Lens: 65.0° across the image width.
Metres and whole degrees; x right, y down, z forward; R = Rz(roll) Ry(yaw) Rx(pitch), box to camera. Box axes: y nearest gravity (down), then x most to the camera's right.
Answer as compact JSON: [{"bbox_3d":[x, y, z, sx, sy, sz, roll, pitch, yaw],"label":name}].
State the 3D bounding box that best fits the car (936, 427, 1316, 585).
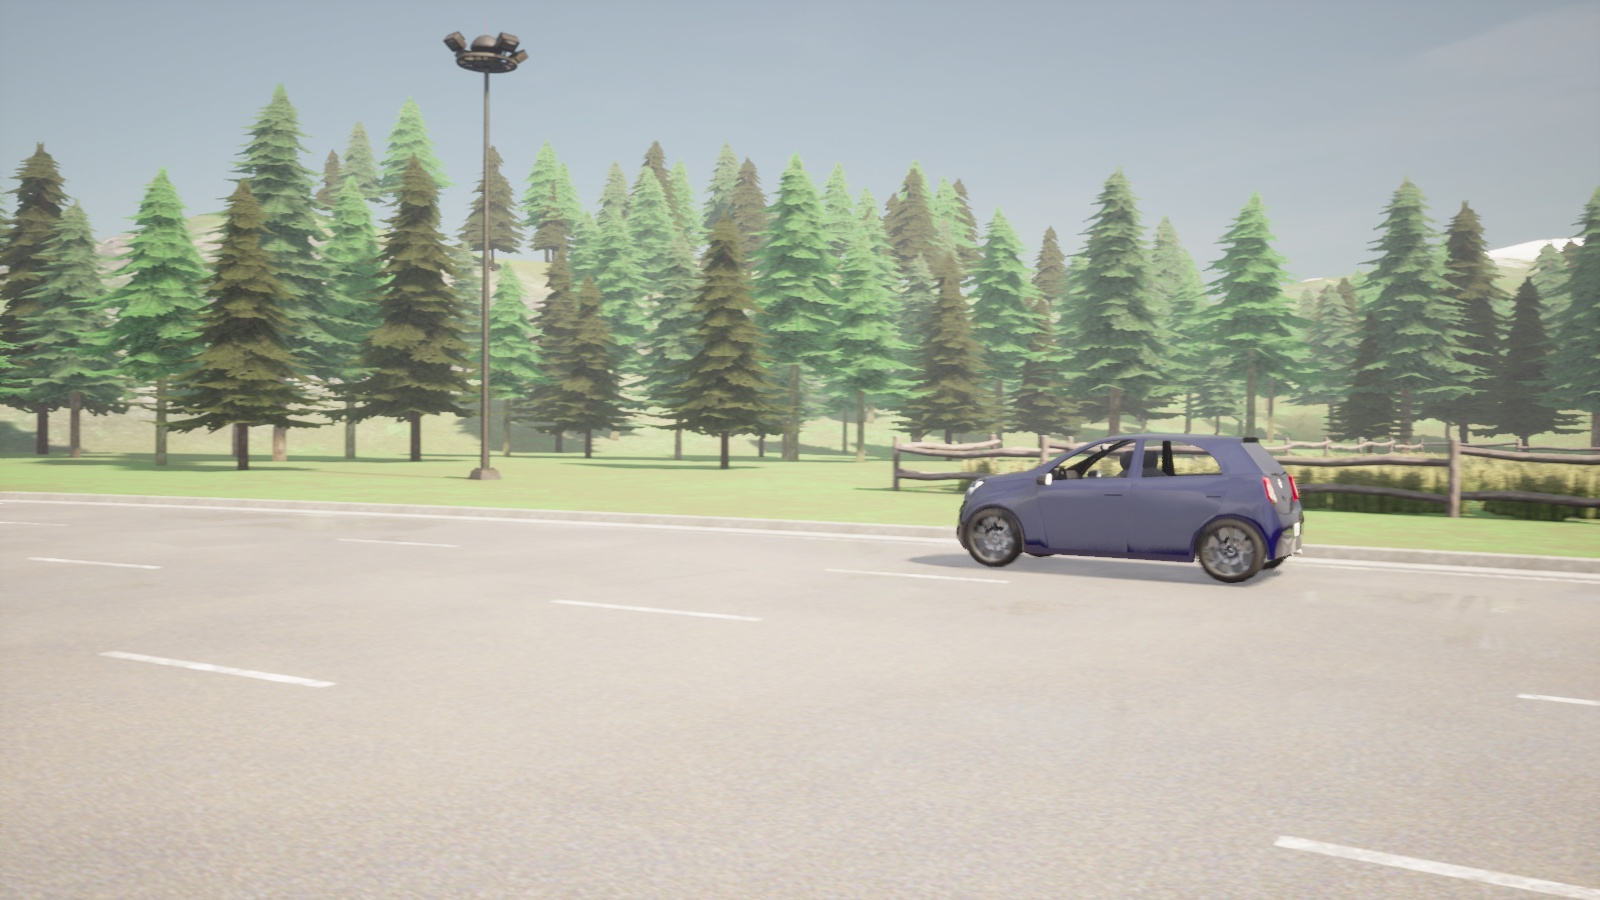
[{"bbox_3d":[3.533,0.524,13.699,3.633,1.501,1.845,0,1,31],"label":"car"}]
